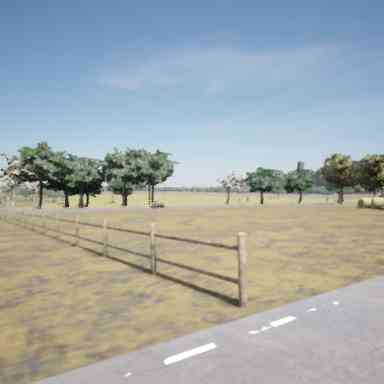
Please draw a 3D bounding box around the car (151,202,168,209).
[{"bbox_3d":[-8.620,3.567,89.086,4.553,1.767,2.097,0,0,-35],"label":"car"}]
